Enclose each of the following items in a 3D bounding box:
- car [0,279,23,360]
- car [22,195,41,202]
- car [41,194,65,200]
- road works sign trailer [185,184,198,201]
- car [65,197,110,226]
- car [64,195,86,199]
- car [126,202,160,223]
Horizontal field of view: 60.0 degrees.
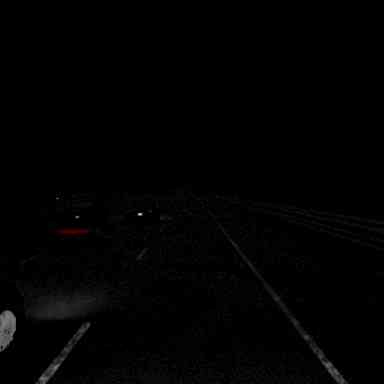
[{"bbox_3d":[-3.402,1.484,2.974,1.837,1.490,4.892,0,0,0],"label":"car"},{"bbox_3d":[-24.584,1.192,51.709,2.128,1.511,4.902,0,0,0],"label":"car"},{"bbox_3d":[-21.086,1.052,51.861,2.097,1.767,4.553,0,0,0],"label":"car"},{"bbox_3d":[-0.029,0.074,67.469,2.380,3.560,2.880,0,0,0],"label":"road works sign trailer"},{"bbox_3d":[-6.910,1.343,22.503,1.882,1.535,5.008,0,0,0],"label":"car"},{"bbox_3d":[-17.593,1.177,51.734,1.882,1.535,5.008,0,0,0],"label":"car"},{"bbox_3d":[-3.410,1.422,23.865,1.994,1.385,4.181,0,0,0],"label":"car"}]
